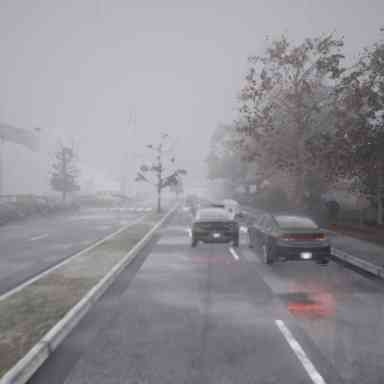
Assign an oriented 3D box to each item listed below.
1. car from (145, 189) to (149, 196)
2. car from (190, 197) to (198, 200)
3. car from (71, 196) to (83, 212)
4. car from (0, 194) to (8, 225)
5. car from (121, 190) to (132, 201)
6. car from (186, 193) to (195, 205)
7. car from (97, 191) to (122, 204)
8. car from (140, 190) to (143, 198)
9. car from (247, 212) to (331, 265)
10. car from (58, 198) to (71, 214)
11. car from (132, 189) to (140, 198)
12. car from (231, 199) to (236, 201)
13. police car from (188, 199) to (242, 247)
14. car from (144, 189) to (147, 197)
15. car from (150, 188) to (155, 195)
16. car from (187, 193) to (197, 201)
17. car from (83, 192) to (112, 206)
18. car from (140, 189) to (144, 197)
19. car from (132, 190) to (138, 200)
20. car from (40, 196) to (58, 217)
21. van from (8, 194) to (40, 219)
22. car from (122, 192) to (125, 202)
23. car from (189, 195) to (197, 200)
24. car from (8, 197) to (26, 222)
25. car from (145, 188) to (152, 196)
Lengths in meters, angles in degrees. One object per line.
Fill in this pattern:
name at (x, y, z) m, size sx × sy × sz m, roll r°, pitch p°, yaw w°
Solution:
car at (-13.841, 0.601, 81.632) m, size 5.008 × 1.535 × 2.097 m, roll -1°, pitch 2°, yaw -20°
car at (0.892, 1.372, 24.651) m, size 1.812 × 1.442 × 4.674 m, roll 0°, pitch 0°, yaw 0°
car at (-13.836, 1.294, 33.609) m, size 4.792 × 1.488 × 2.163 m, roll -1°, pitch 0°, yaw -20°
car at (-13.844, 1.137, 18.673) m, size 5.566 × 2.045 × 2.435 m, roll -1°, pitch 0°, yaw -20°
car at (-13.833, 0.800, 57.627) m, size 5.566 × 2.045 × 2.435 m, roll -1°, pitch 0°, yaw -20°
car at (-0.017, 1.118, 51.284) m, size 2.128 × 1.511 × 4.902 m, roll 0°, pitch 1°, yaw 0°
car at (-14.029, 1.113, 51.538) m, size 5.366 × 1.575 × 1.946 m, roll -1°, pitch 1°, yaw -20°
car at (-13.853, 0.846, 72.635) m, size 4.674 × 1.452 × 2.002 m, roll -1°, pitch 1°, yaw -20°
car at (3.096, 1.455, 11.430) m, size 1.837 × 1.490 × 4.892 m, roll 0°, pitch 0°, yaw 0°
car at (-13.858, 1.330, 30.591) m, size 4.674 × 1.452 × 2.002 m, roll -1°, pitch 1°, yaw -20°
car at (-13.881, 0.666, 66.607) m, size 5.566 × 2.045 × 2.435 m, roll -1°, pitch 1°, yaw -20°
car at (3.090, 1.333, 28.134) m, size 1.812 × 1.442 × 4.674 m, roll 0°, pitch 1°, yaw 0°
police car at (0.895, 1.352, 14.758) m, size 1.930 × 1.638 × 5.238 m, roll 0°, pitch 0°, yaw 0°
car at (-13.852, 0.712, 78.633) m, size 4.674 × 1.452 × 2.002 m, roll -1°, pitch 1°, yaw -20°
car at (-13.825, 0.133, 90.644) m, size 5.566 × 2.045 × 2.435 m, roll -1°, pitch 1°, yaw -20°
car at (-0.023, 0.988, 66.228) m, size 2.033 × 1.411 × 5.357 m, roll 0°, pitch 1°, yaw 0°
car at (-13.833, 1.195, 45.615) m, size 4.792 × 1.488 × 2.163 m, roll -1°, pitch 0°, yaw -20°
car at (-13.882, 0.614, 75.620) m, size 4.553 × 1.767 × 2.185 m, roll -1°, pitch 1°, yaw -20°
car at (-13.682, 0.959, 63.684) m, size 5.366 × 1.575 × 1.946 m, roll -1°, pitch 1°, yaw -20°
car at (-13.836, 1.188, 27.617) m, size 4.553 × 1.767 × 2.185 m, roll -1°, pitch 1°, yaw -20°
van at (-13.976, 1.115, 24.582) m, size 4.442 × 1.987 × 1.878 m, roll -1°, pitch 1°, yaw -20°
car at (-13.860, 1.123, 54.611) m, size 4.674 × 1.452 × 2.002 m, roll -1°, pitch 0°, yaw -20°
car at (0.877, 1.336, 30.647) m, size 1.812 × 1.442 × 4.674 m, roll -1°, pitch 1°, yaw 0°
car at (-13.859, 1.365, 21.644) m, size 4.892 × 1.521 × 2.231 m, roll -1°, pitch 1°, yaw -20°
car at (-13.820, 0.484, 87.648) m, size 4.792 × 1.488 × 2.163 m, roll -1°, pitch 1°, yaw -20°
